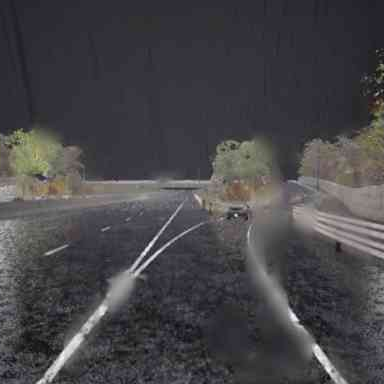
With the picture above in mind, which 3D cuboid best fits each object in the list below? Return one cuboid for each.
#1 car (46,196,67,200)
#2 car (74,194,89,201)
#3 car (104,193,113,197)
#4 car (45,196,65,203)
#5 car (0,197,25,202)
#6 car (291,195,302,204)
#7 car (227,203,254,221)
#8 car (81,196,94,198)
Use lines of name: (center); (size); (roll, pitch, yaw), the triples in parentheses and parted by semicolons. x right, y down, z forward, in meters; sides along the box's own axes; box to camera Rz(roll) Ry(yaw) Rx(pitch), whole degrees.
car: (-21.053, 1.495, 52.352); (2.128, 1.511, 4.902); (0, 0, 1)
car: (-28.013, 1.366, 84.336); (2.128, 1.511, 4.902); (0, 0, 0)
car: (-21.013, 1.150, 83.967); (1.837, 1.490, 4.892); (0, 0, 0)
car: (-28.011, 1.557, 68.147); (2.033, 1.411, 5.357); (0, 0, 0)
car: (-28.037, 1.551, 51.996); (2.033, 1.411, 5.357); (0, 0, 1)
car: (22.838, 1.913, 73.016); (1.895, 1.301, 4.718); (0, 3, 20)
car: (4.500, 1.788, 30.662); (1.837, 1.490, 4.892); (-1, -1, 18)
car: (-21.011, 1.542, 68.450); (1.812, 1.442, 4.674); (0, 0, 0)
